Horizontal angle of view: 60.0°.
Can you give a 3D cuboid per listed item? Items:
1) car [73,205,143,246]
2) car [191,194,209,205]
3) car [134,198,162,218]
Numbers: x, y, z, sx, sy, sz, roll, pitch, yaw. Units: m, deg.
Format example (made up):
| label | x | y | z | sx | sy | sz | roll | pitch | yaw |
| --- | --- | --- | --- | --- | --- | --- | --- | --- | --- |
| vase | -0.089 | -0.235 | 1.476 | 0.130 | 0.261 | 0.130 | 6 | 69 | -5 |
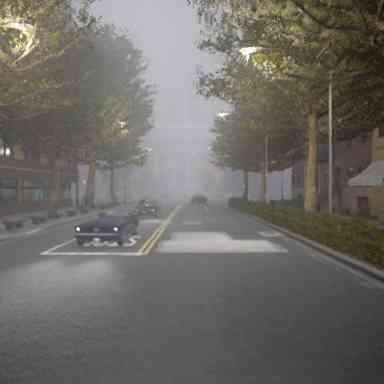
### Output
| label | x | y | z | sx | sy | sz | roll | pitch | yaw |
| --- | --- | --- | --- | --- | --- | --- | --- | --- | --- |
| car | -3.620 | 1.486 | 14.863 | 1.895 | 1.301 | 4.718 | 0 | 0 | 1 |
| car | 1.142 | 1.125 | 49.536 | 1.837 | 1.490 | 4.892 | 0 | 1 | 15 |
| car | -3.589 | 1.293 | 27.516 | 1.837 | 1.490 | 4.892 | 0 | 0 | 0 |
